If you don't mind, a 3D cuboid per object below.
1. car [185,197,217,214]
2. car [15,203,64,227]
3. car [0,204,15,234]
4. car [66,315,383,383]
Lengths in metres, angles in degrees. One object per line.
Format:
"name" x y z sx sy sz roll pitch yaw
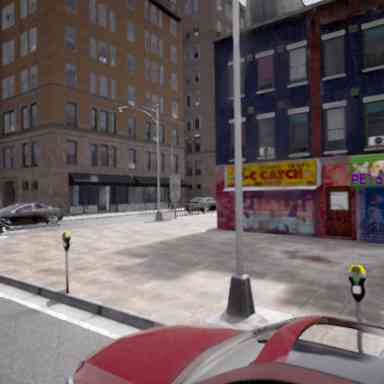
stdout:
"car" 1.335 1.225 30.672 2.128 1.511 4.902 -1 0 36
"car" -10.081 1.408 19.814 2.128 1.511 4.902 -1 0 36
"car" -10.557 1.427 14.062 1.837 1.490 4.892 -1 1 36
"car" 0.840 1.582 2.226 4.206 1.307 1.802 0 -1 35
